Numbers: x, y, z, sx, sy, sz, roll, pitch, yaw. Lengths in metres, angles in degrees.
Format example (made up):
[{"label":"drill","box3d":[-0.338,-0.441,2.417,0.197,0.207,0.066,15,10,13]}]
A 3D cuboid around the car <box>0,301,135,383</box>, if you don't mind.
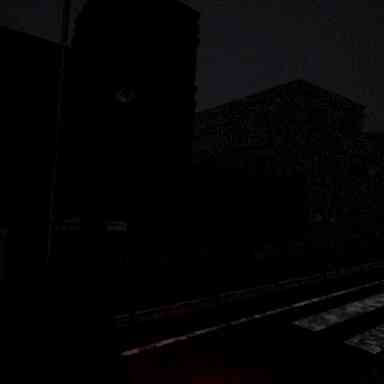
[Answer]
[{"label":"car","box3d":[-2.699,1.547,1.763,4.892,1.490,1.837,1,-1,-36]}]
